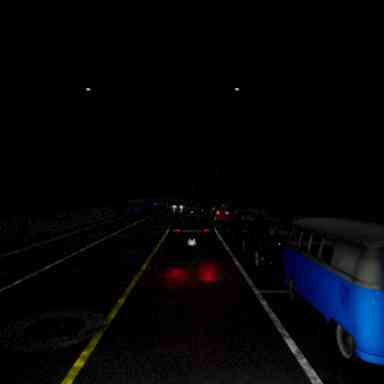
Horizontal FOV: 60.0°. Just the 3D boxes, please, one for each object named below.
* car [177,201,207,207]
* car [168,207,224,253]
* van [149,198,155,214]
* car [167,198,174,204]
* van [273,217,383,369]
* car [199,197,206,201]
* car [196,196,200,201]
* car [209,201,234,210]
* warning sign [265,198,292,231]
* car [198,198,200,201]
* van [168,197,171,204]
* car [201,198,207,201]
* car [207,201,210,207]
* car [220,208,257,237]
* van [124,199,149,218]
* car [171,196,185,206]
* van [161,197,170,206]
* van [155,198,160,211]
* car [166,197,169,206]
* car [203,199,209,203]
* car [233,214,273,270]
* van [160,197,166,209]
[{"bbox_3d":[-0.007,1.823,28.990,2.033,1.411,5.357,0,-1,0],"label":"car"},{"bbox_3d":[0.000,1.628,14.300,2.128,1.511,4.902,0,0,0],"label":"car"},{"bbox_3d":[-5.771,1.717,39.343,1.690,1.788,3.998,0,-1,0],"label":"van"},{"bbox_3d":[-5.785,2.409,89.734,1.752,1.417,4.829,0,-1,0],"label":"car"},{"bbox_3d":[2.763,1.395,5.641,1.690,1.788,3.998,0,-1,0],"label":"van"},{"bbox_3d":[2.747,2.125,61.994,1.752,1.417,4.829,0,-1,0],"label":"car"},{"bbox_3d":[2.741,2.142,84.301,2.192,1.841,5.009,0,-1,0],"label":"car"},{"bbox_3d":[2.756,1.707,28.114,1.967,1.590,4.097,0,-1,0],"label":"car"},{"bbox_3d":[5.061,1.300,19.529,1.300,1.860,1.060,0,-1,0],"label":"warning sign"},{"bbox_3d":[2.746,2.221,67.442,1.947,1.339,4.313,0,-1,0],"label":"car"},{"bbox_3d":[-5.779,1.996,67.433,1.690,1.788,3.998,0,-1,0],"label":"van"},{"bbox_3d":[2.750,2.052,50.587,1.947,1.339,4.313,0,-1,0],"label":"car"},{"bbox_3d":[2.755,1.848,33.902,1.752,1.417,4.829,0,-1,0],"label":"car"},{"bbox_3d":[2.759,1.711,16.876,2.008,1.369,4.403,0,-1,0],"label":"car"},{"bbox_3d":[-5.770,1.663,33.725,1.690,1.788,3.998,0,-1,0],"label":"van"},{"bbox_3d":[-3.018,2.214,70.968,1.812,1.442,4.674,0,-1,0],"label":"car"},{"bbox_3d":[-5.780,2.053,73.052,1.690,1.788,3.998,0,-1,0],"label":"van"},{"bbox_3d":[-5.773,1.772,44.962,1.690,1.788,3.998,0,-1,0],"label":"van"},{"bbox_3d":[-5.778,2.143,61.813,1.887,1.381,4.507,0,-1,0],"label":"car"},{"bbox_3d":[2.752,1.997,44.969,1.947,1.339,4.313,0,-1,0],"label":"car"},{"bbox_3d":[2.761,1.658,11.258,2.008,1.369,4.403,0,-1,0],"label":"car"},{"bbox_3d":[-5.776,1.883,56.198,1.690,1.788,3.998,0,-1,0],"label":"van"}]
